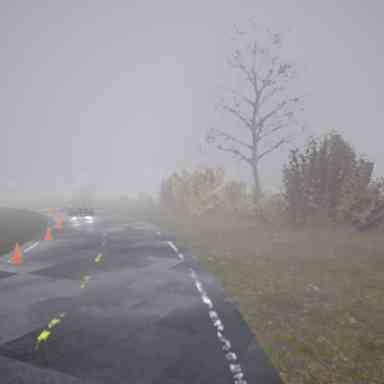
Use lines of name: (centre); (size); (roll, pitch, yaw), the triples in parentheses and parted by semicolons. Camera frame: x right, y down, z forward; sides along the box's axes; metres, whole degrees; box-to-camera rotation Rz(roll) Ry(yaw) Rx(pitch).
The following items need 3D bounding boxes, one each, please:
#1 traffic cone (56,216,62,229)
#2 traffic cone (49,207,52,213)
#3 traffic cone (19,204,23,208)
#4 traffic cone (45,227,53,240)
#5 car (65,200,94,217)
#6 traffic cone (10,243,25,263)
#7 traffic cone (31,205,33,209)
traffic cone: (-7.923, 1.866, 19.834); (0.340, 0.580, 0.340); (0, 0, -19)
traffic cone: (-14.017, 1.802, 32.911); (0.340, 0.580, 0.340); (0, 0, -31)
traffic cone: (-22.823, 1.780, 44.341); (0.340, 0.580, 0.340); (0, 0, -44)
traffic cone: (-6.550, 1.891, 15.216); (0.340, 0.580, 0.340); (0, 0, -14)
car: (-10.171, 1.425, 30.020); (1.994, 1.385, 4.181); (0, 0, -28)
traffic cone: (-5.519, 1.917, 10.510); (0.340, 0.580, 0.340); (0, 0, -10)
traffic cone: (-19.611, 1.783, 40.748); (0.340, 0.580, 0.340); (0, 0, -40)
